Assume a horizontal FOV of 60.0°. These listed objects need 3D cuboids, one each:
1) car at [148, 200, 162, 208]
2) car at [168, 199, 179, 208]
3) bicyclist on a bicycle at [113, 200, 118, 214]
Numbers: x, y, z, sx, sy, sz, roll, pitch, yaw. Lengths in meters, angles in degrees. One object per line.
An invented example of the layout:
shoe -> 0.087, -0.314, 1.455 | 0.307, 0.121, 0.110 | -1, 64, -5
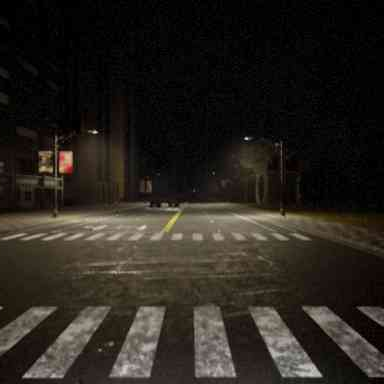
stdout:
car -> -6.483, 2.103, 59.532 | 1.812, 1.442, 4.674 | 0, -1, 0
car -> -3.234, 2.069, 59.531 | 2.128, 1.511, 4.902 | 0, -1, 0
bicyclist on a bicycle -> -8.740, 1.751, 38.164 | 0.582, 1.620, 1.656 | 0, 0, 0
